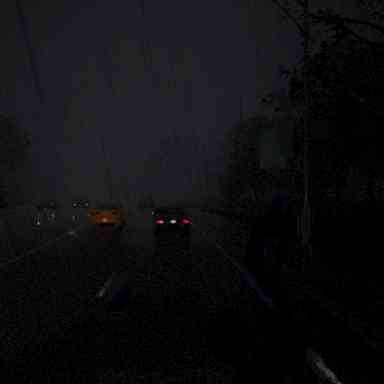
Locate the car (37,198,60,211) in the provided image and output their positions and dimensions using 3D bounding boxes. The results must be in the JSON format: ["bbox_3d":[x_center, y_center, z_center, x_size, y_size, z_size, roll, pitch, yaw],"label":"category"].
[{"bbox_3d":[-15.877,1.390,36.832,1.895,1.301,4.718,0,0,-16],"label":"car"}]

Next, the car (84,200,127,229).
[{"bbox_3d":[-5.139,1.362,20.691,1.882,1.535,5.008,0,0,-8],"label":"car"}]

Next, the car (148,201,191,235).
[{"bbox_3d":[-1.211,1.443,18.229,2.033,1.411,5.357,0,0,-7],"label":"car"}]

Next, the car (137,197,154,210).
[{"bbox_3d":[-5.369,1.272,38.822,2.128,1.511,4.902,0,0,-15],"label":"car"}]

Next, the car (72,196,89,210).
[{"bbox_3d":[-12.691,1.287,38.336,1.837,1.490,4.892,0,0,-16],"label":"car"}]
